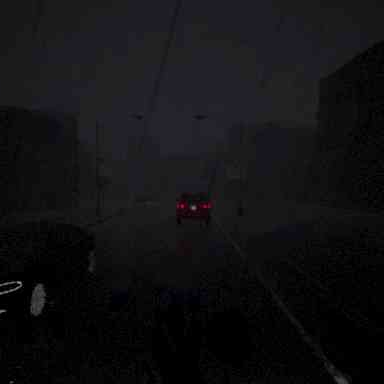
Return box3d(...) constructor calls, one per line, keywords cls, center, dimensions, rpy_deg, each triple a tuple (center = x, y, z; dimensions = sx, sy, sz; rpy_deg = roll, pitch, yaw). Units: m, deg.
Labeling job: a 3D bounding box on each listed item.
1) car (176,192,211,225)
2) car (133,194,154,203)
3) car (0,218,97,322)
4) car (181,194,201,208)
box3d(cls="car", center=(0.098, 1.028, 22.610), dimensions=(2.150, 2.045, 5.566), rpy_deg=(0, 0, 0))
box3d(cls="car", center=(-7.631, 0.990, 52.205), dimensions=(1.994, 1.385, 4.181), rpy_deg=(-2, 2, -37))
box3d(cls="car", center=(-3.600, 1.424, 7.381), dimensions=(1.882, 1.535, 5.008), rpy_deg=(0, 0, 0))
box3d(cls="car", center=(-0.232, 1.036, 40.934), dimensions=(2.128, 1.511, 4.902), rpy_deg=(0, 1, -4))
